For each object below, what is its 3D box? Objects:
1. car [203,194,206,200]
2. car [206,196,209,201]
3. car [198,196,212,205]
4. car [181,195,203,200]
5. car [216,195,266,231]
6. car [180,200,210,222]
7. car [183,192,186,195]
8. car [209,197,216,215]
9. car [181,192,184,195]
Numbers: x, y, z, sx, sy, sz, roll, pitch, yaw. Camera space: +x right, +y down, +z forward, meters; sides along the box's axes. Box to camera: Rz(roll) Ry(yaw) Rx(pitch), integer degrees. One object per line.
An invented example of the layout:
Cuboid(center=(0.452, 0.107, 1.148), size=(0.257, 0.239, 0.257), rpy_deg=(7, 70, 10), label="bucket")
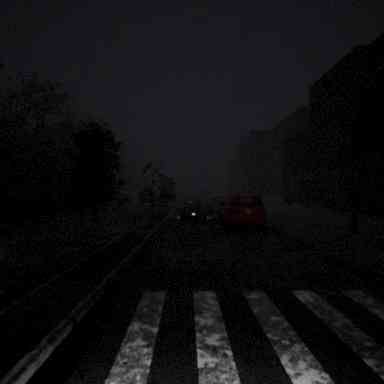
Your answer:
Cuboid(center=(2.781, 1.452, 48.469), size=(2.163, 1.488, 4.792), rpy_deg=(0, 0, -2), label="car")
Cuboid(center=(3.068, 1.318, 37.165), size=(2.185, 1.767, 4.553), rpy_deg=(1, 0, 0), label="car")
Cuboid(center=(2.245, 1.426, 59.588), size=(2.163, 1.488, 4.792), rpy_deg=(0, 0, -3), label="car")
Cuboid(center=(-0.041, 1.441, 42.733), size=(2.128, 1.511, 4.902), rpy_deg=(0, 0, -1), label="car")
Cuboid(center=(3.060, 1.213, 20.580), size=(2.435, 2.045, 5.566), rpy_deg=(0, 0, 0), label="car")
Cuboid(center=(0.113, 1.540, 25.798), size=(1.994, 1.385, 4.181), rpy_deg=(0, 0, 0), label="car")
Cuboid(center=(-0.378, 1.302, 87.237), size=(2.097, 1.535, 5.008), rpy_deg=(0, 0, -7), label="car")
Cuboid(center=(3.065, 1.452, 31.638), size=(2.231, 1.521, 4.892), rpy_deg=(0, 0, 0), label="car")
Cuboid(center=(-1.150, 1.272, 92.938), size=(1.946, 1.575, 5.366), rpy_deg=(0, 0, -8), label="car")
